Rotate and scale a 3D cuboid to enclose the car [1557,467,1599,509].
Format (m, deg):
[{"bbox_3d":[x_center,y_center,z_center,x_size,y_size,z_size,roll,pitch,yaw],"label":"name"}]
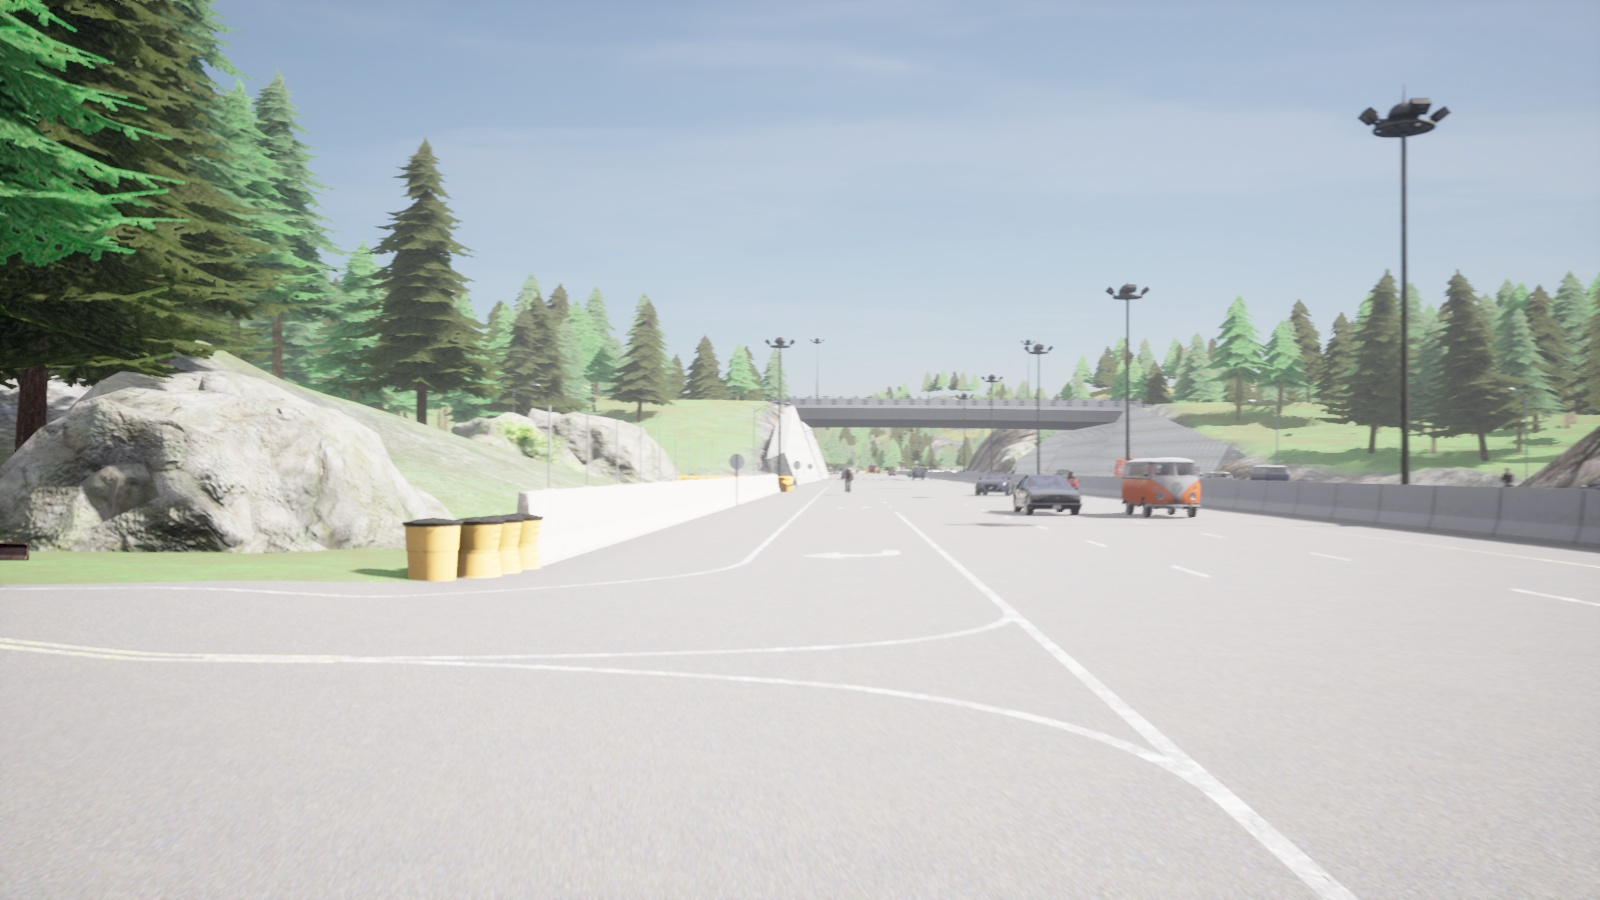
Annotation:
[{"bbox_3d":[29.749,1.386,46.041,1.845,1.501,3.633,0,-1,2],"label":"car"}]

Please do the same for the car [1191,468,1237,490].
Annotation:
[{"bbox_3d":[27.623,1.925,83.929,1.970,1.475,3.806,0,-1,2],"label":"car"}]

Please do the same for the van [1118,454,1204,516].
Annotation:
[{"bbox_3d":[12.102,1.153,42.372,1.775,1.987,4.442,0,-1,2],"label":"van"}]

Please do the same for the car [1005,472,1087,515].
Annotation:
[{"bbox_3d":[8.691,1.502,44.841,2.033,1.411,5.357,0,-1,2],"label":"car"}]

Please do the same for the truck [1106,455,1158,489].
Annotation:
[{"bbox_3d":[24.443,1.623,92.745,2.627,2.467,5.204,0,-1,2],"label":"truck"}]

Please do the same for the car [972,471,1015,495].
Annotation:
[{"bbox_3d":[11.679,1.974,75.666,1.994,1.385,4.181,-1,-1,16],"label":"car"}]
